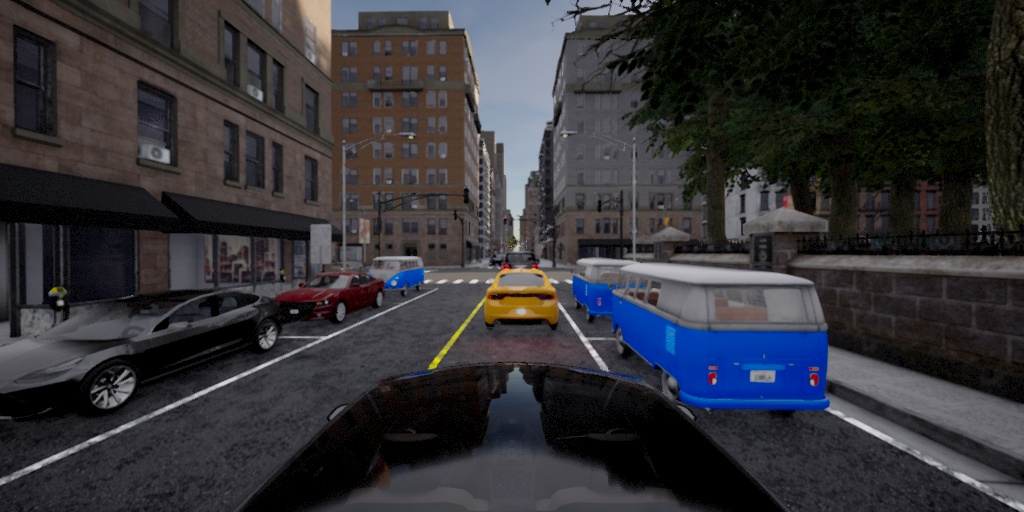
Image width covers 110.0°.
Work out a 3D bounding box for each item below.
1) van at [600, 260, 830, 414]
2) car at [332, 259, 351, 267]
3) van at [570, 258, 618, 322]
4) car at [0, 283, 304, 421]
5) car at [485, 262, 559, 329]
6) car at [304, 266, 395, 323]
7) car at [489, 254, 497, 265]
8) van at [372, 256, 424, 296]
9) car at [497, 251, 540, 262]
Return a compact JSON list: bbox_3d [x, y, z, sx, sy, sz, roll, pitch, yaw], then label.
[{"bbox_3d":[2.753,1.040,5.727,1.690,1.789,3.998,0,0,2],"label":"van"},{"bbox_3d":[-16.006,0.962,29.448,5.357,1.411,2.033,0,0,1],"label":"car"},{"bbox_3d":[2.905,0.971,11.382,1.690,1.789,3.998,0,0,2],"label":"van"},{"bbox_3d":[-5.769,1.270,5.943,1.948,1.339,4.313,0,0,2],"label":"car"},{"bbox_3d":[0.291,1.116,10.913,1.882,1.535,5.008,0,1,2],"label":"car"},{"bbox_3d":[-5.618,1.180,11.601,1.888,1.381,4.507,0,0,2],"label":"car"},{"bbox_3d":[-1.968,0.504,50.355,2.097,1.767,4.553,0,1,3],"label":"car"},{"bbox_3d":[-5.466,0.906,17.259,1.690,1.789,3.998,0,0,2],"label":"van"},{"bbox_3d":[0.471,0.732,21.089,2.150,2.045,5.566,0,1,1],"label":"car"}]
